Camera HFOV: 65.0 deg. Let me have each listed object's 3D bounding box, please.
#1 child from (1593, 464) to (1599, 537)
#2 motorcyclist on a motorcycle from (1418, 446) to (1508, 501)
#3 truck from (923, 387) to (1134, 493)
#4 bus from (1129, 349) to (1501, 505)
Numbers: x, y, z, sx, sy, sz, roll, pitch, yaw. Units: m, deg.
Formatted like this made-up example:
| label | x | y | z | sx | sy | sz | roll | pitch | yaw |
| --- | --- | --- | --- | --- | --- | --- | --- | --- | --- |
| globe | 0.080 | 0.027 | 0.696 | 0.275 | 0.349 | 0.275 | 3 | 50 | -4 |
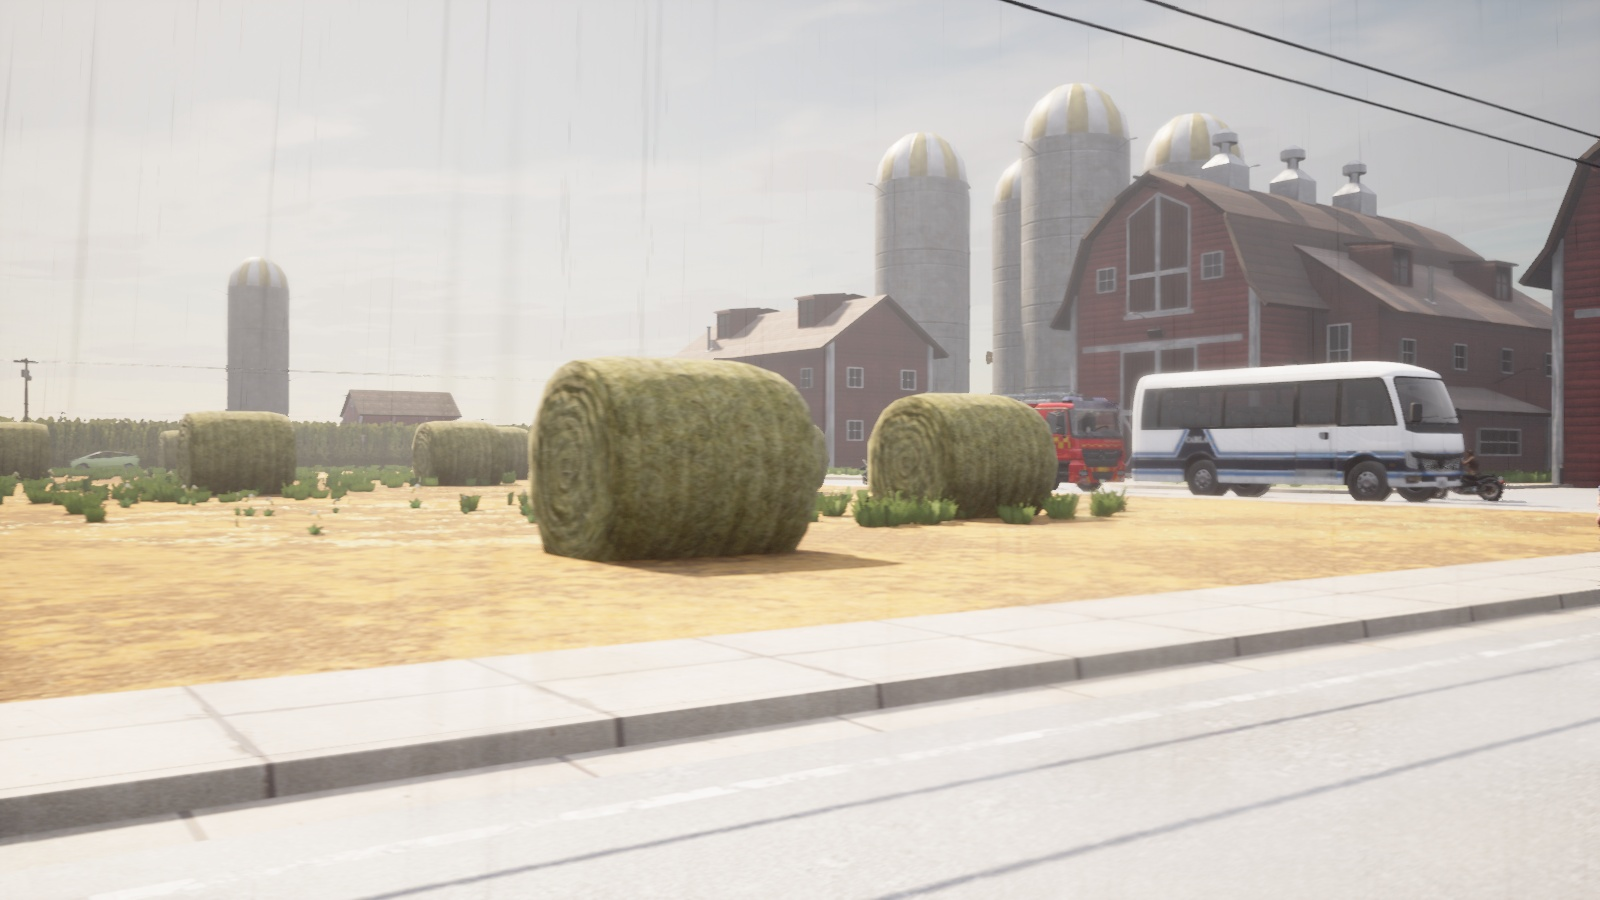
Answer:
| label | x | y | z | sx | sy | sz | roll | pitch | yaw |
| --- | --- | --- | --- | --- | --- | --- | --- | --- | --- |
| child | 12.390 | 0.776 | 19.254 | 0.394 | 1.110 | 0.255 | 0 | 0 | -36 |
| motorcyclist on a motorcycle | 20.529 | 0.699 | 38.924 | 0.766 | 1.649 | 2.350 | 0 | 0 | -36 |
| truck | 8.755 | -0.345 | 49.230 | 2.891 | 3.827 | 8.468 | 0 | 0 | -36 |
| bus | 15.777 | -0.598 | 39.524 | 3.944 | 4.253 | 10.273 | 0 | 0 | -36 |
